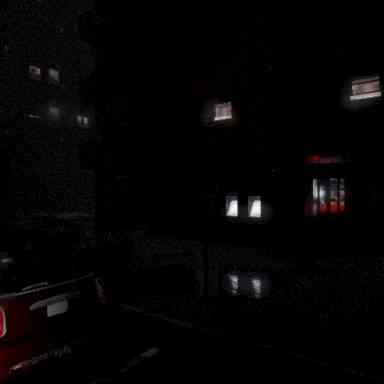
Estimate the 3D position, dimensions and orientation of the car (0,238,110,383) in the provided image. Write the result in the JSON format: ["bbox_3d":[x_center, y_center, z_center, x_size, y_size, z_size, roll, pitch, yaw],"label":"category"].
[{"bbox_3d":[-3.215,1.439,5.170,4.097,1.590,1.967,0,0,36],"label":"car"}]
